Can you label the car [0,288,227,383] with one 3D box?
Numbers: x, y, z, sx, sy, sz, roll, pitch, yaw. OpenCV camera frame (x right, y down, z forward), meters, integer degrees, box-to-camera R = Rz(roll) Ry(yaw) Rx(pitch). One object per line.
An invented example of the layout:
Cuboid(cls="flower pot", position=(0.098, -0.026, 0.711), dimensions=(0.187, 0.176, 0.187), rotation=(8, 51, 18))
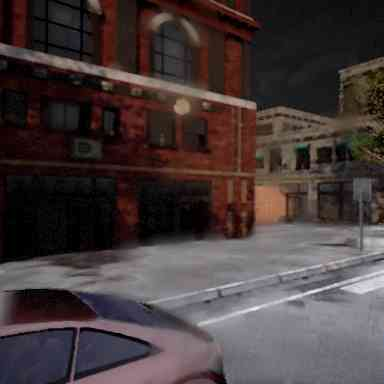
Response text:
Cuboid(cls="car", position=(-1.697, 1.568, 2.477), dimensions=(4.181, 1.385, 1.994), rotation=(0, 0, -35))
